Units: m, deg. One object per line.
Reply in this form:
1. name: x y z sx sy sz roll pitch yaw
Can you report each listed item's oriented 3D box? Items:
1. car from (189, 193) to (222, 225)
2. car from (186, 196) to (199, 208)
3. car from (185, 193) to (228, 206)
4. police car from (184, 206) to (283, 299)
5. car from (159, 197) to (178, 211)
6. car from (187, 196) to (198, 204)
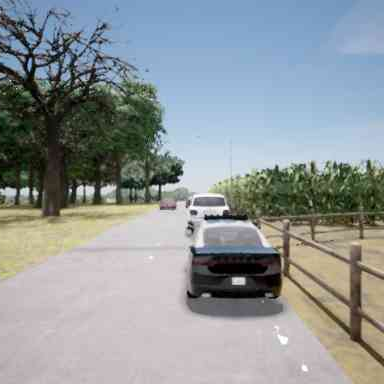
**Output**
1. car: 0.855 1.113 24.430 2.150 2.045 5.566 0 0 0
2. car: 0.080 1.376 46.475 1.812 1.442 4.674 0 0 1
3. car: 0.848 1.128 18.428 2.150 2.045 5.566 0 0 0
4. police car: 0.835 1.369 8.503 1.930 1.638 5.238 0 0 0
5. car: -2.793 1.387 39.416 1.812 1.442 4.674 0 0 0
6. car: 0.075 1.391 59.413 1.837 1.490 4.892 0 0 0
